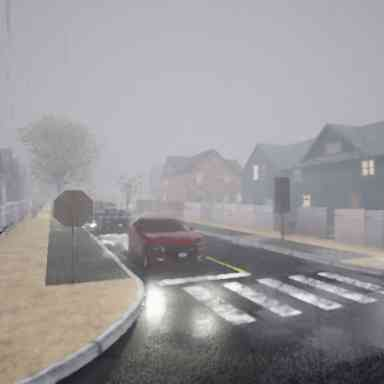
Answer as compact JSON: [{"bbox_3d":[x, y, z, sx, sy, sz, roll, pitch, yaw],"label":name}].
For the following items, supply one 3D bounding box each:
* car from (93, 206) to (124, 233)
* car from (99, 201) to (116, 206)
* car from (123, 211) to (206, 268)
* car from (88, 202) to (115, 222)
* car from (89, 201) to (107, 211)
[{"bbox_3d":[-5.039,1.823,21.779,1.994,1.385,4.181,1,-1,-22],"label":"car"},{"bbox_3d":[-10.866,2.072,43.151,1.837,1.490,4.892,1,-1,-23],"label":"car"},{"bbox_3d":[-1.092,1.610,12.058,1.882,1.535,5.008,1,-1,-20],"label":"car"},{"bbox_3d":[-8.798,1.925,30.735,2.033,1.411,5.357,1,-1,-23],"label":"car"},{"bbox_3d":[-14.897,2.187,52.622,2.128,1.511,4.902,1,-1,-23],"label":"car"}]
